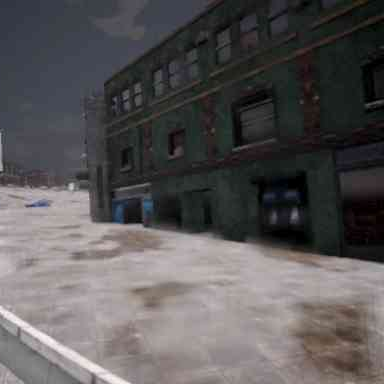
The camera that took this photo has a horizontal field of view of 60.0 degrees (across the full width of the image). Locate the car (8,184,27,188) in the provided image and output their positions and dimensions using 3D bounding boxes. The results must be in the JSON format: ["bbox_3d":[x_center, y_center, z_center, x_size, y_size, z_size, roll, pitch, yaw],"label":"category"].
[{"bbox_3d":[-43.794,-1.142,81.602,2.163,1.488,4.792,-5,-3,16],"label":"car"}]

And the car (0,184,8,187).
[{"bbox_3d":[-45.417,-1.485,76.117,2.185,1.767,4.553,-5,-3,18],"label":"car"}]

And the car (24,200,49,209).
[{"bbox_3d":[-26.465,2.039,56.814,1.882,1.535,5.008,-4,-1,10],"label":"car"}]
